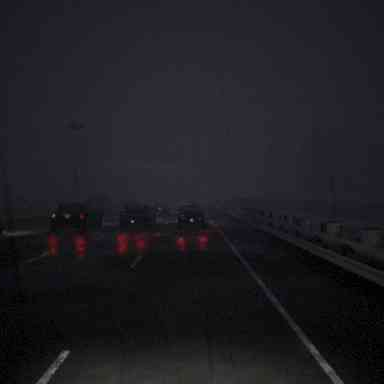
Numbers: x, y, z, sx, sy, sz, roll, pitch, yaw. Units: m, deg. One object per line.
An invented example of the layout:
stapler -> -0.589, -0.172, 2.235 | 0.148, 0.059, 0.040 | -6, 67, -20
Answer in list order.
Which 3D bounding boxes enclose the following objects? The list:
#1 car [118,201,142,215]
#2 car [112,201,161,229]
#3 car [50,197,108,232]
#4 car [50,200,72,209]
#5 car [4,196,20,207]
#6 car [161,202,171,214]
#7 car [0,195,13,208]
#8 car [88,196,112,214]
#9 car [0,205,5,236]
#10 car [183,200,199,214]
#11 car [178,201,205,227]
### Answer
car -> -7.129, 1.811, 38.795 | 1.837, 1.490, 4.892 | 0, -1, 0
car -> -3.529, 1.569, 22.128 | 2.128, 1.511, 4.902 | 0, 0, 0
car -> -7.022, 1.419, 20.821 | 2.097, 1.767, 4.553 | 0, 0, 0
car -> -21.322, 2.038, 54.288 | 1.812, 1.442, 4.674 | 0, -1, 0
car -> -28.321, 1.926, 54.218 | 2.150, 2.045, 5.566 | 0, -1, 0
car -> -3.633, 1.881, 39.437 | 1.994, 1.385, 4.181 | 0, -1, 0
car -> -31.821, 1.538, 54.204 | 2.150, 2.045, 5.566 | 0, -1, 0
car -> -10.624, 1.513, 37.922 | 2.150, 2.045, 5.566 | 0, -1, 0
car -> -10.487, 1.536, 14.970 | 1.837, 1.490, 4.892 | 0, 0, 0
car -> -0.138, 1.812, 40.370 | 1.882, 1.535, 5.008 | 0, -1, 0
car -> -0.035, 1.612, 23.203 | 1.812, 1.442, 4.674 | 0, 0, 0
